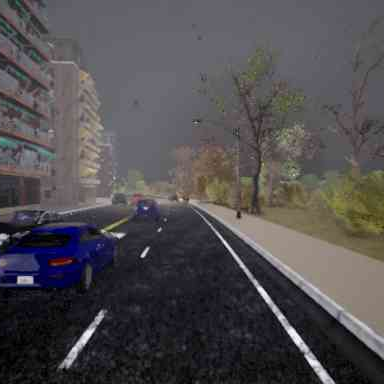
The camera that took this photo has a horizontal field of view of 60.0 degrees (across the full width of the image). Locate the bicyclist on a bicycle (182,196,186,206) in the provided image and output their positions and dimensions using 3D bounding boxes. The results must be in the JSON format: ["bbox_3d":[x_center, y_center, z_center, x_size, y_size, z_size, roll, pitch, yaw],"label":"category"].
[{"bbox_3d":[-1.274,1.443,54.360,0.582,1.620,1.656,0,0,-5],"label":"bicyclist on a bicycle"}]

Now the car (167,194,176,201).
[{"bbox_3d":[-5.289,1.327,85.208,2.097,1.767,4.553,0,0,-7],"label":"car"}]

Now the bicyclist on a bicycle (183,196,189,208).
[{"bbox_3d":[-0.659,1.364,45.882,0.659,1.776,1.843,0,0,-4],"label":"bicyclist on a bicycle"}]

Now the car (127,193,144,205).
[{"bbox_3d":[-8.745,1.219,54.228,2.150,2.045,5.566,0,0,-4],"label":"car"}]

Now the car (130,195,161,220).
[{"bbox_3d":[-3.787,1.354,28.632,2.097,1.767,4.553,0,0,-2],"label":"car"}]

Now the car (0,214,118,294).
[{"bbox_3d":[-3.231,1.528,8.681,1.812,1.442,4.674,0,0,-1],"label":"car"}]

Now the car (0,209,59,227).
[{"bbox_3d":[-6.770,1.496,13.935,2.128,1.511,4.902,0,0,-1],"label":"car"}]

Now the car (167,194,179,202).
[{"bbox_3d":[-4.026,1.481,74.295,1.837,1.490,4.892,0,0,-6],"label":"car"}]

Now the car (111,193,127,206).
[{"bbox_3d":[-12.147,1.222,56.089,2.150,2.045,5.566,0,0,-4],"label":"car"}]
